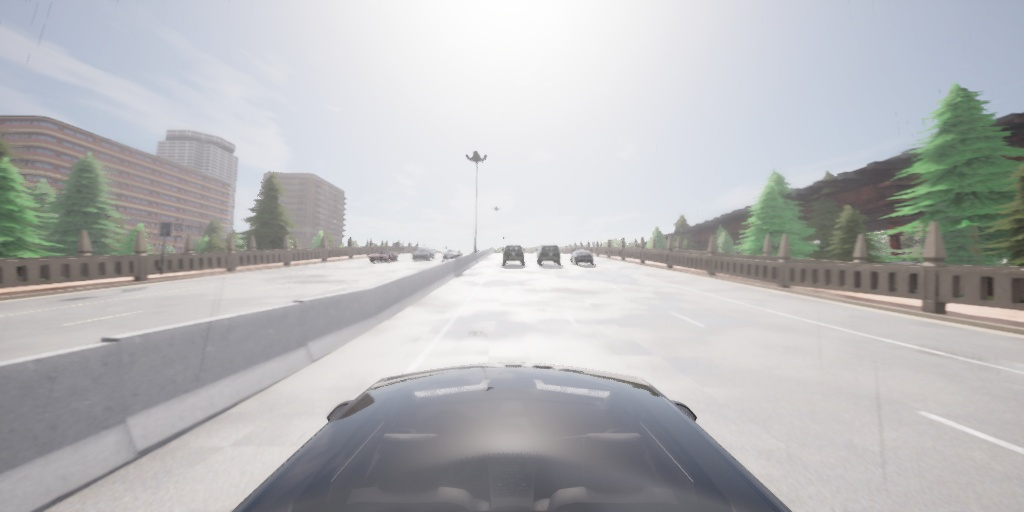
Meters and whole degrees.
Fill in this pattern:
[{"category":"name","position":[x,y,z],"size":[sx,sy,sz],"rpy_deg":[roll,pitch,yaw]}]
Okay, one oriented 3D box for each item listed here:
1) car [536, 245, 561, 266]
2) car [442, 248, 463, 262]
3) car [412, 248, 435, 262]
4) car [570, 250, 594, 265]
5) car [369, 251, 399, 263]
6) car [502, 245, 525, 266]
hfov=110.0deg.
[{"category":"car","position":[3.661,-0.152,36.542],"size":[2.150,2.045,5.566],"rpy_deg":[0,2,0]},{"category":"car","position":[-7.007,-0.156,42.678],"size":[2.128,1.511,4.902],"rpy_deg":[0,2,0]},{"category":"car","position":[-10.505,-0.186,42.867],"size":[1.882,1.535,5.008],"rpy_deg":[0,2,0]},{"category":"car","position":[7.160,0.120,37.057],"size":[1.837,1.490,4.892],"rpy_deg":[0,3,0]},{"category":"car","position":[-14.017,0.070,39.373],"size":[1.895,1.301,4.718],"rpy_deg":[0,2,0]},{"category":"car","position":[0.161,-0.157,36.448],"size":[2.150,2.045,5.566],"rpy_deg":[0,2,0]}]
